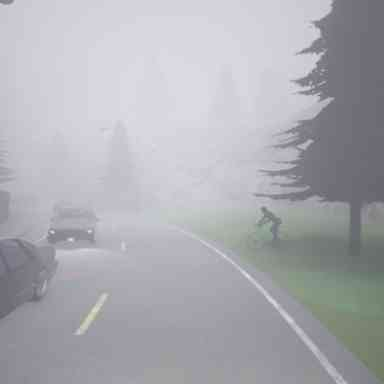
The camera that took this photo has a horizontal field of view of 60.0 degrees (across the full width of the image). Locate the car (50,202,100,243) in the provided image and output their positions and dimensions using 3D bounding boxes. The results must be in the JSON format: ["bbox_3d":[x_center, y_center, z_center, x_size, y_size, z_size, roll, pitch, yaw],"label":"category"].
[{"bbox_3d":[-5.295,1.422,15.335,2.033,1.411,5.357,1,0,-15],"label":"car"}]

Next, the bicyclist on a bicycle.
[{"bbox_3d":[2.799,1.337,12.229,1.656,1.620,0.582,-2,2,-9],"label":"bicyclist on a bicycle"}]

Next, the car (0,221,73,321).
[{"bbox_3d":[-3.821,1.470,5.320,2.033,1.411,5.357,1,0,-3],"label":"car"}]

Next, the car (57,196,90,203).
[{"bbox_3d":[-9.216,1.293,24.915,1.837,1.490,4.892,1,0,-30],"label":"car"}]

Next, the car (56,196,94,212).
[{"bbox_3d":[-12.553,1.213,35.529,4.892,1.490,1.837,1,0,45],"label":"car"}]

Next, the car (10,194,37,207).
[{"bbox_3d":[-21.929,1.031,42.109,4.902,1.511,2.128,1,0,23],"label":"car"}]
